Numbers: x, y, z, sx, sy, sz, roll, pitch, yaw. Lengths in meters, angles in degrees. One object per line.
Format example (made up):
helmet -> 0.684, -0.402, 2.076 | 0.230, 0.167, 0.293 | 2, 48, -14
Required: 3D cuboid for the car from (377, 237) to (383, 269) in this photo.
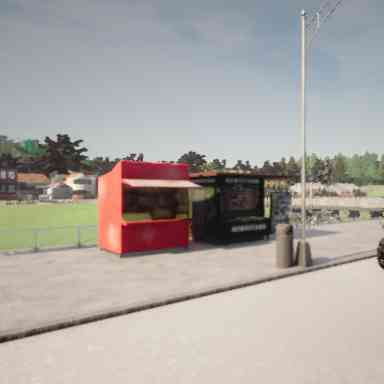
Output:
car -> 7.445, 1.477, 9.921 | 5.008, 1.535, 1.882 | 0, 0, -36
